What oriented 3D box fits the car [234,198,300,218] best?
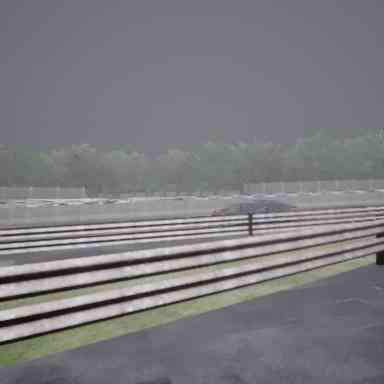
[{"bbox_3d":[6.567,1.368,29.095,5.357,1.411,2.033,-2,1,-19],"label":"car"}]

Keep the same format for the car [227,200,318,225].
[{"bbox_3d":[5.290,1.506,21.259,5.357,1.411,2.033,-2,1,-19],"label":"car"}]

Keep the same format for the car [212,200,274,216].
[{"bbox_3d":[4.157,1.499,24.570,5.357,1.411,2.033,-2,1,-19],"label":"car"}]
